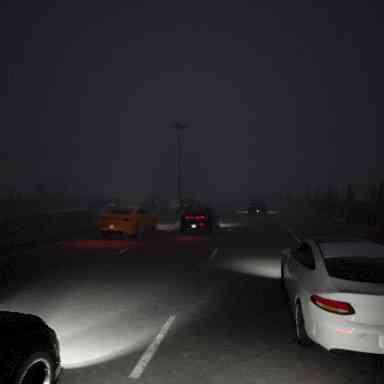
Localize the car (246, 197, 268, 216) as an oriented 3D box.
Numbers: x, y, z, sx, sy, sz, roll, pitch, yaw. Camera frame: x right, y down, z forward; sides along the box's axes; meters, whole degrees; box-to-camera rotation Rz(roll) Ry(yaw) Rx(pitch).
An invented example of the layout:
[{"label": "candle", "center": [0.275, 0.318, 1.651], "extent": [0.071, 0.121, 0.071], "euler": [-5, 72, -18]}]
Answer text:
[{"label": "car", "center": [6.664, 1.558, 33.807], "extent": [1.837, 1.490, 4.892], "euler": [0, 0, 11]}]

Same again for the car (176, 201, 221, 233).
[{"label": "car", "center": [0.557, 1.534, 19.904], "extent": [1.837, 1.490, 4.892], "euler": [0, 0, 11]}]

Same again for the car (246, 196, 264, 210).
[{"label": "car", "center": [8.341, 1.422, 44.219], "extent": [2.097, 1.767, 4.553], "euler": [0, 0, 8]}]

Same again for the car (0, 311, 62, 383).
[{"label": "car", "center": [-2.730, 1.562, 2.185], "extent": [1.994, 1.385, 4.181], "euler": [0, 0, 11]}]

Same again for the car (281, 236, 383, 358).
[{"label": "car", "center": [2.685, 1.534, 6.012], "extent": [1.812, 1.442, 4.674], "euler": [0, 0, 11]}]

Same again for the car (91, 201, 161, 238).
[{"label": "car", "center": [-3.330, 1.503, 18.144], "extent": [1.882, 1.535, 5.008], "euler": [0, 0, 11]}]

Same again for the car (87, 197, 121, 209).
[{"label": "car", "center": [-10.411, 1.560, 38.886], "extent": [1.837, 1.490, 4.892], "euler": [0, 0, 10]}]

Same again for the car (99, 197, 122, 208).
[{"label": "car", "center": [-12.210, 1.550, 50.175], "extent": [1.882, 1.535, 5.008], "euler": [0, 0, 5]}]

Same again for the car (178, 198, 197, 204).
[{"label": "car", "center": [-0.219, 1.405, 34.922], "extent": [2.097, 1.767, 4.553], "euler": [0, 0, 10]}]

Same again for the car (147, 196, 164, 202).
[{"label": "car", "center": [-5.427, 1.424, 48.293], "extent": [2.097, 1.767, 4.553], "euler": [0, 0, 6]}]
